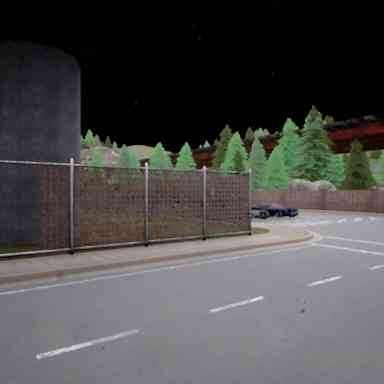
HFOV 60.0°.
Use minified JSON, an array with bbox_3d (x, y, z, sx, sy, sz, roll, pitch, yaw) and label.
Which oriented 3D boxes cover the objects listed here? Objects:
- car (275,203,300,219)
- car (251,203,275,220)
[{"bbox_3d":[7.107,1.639,29.548,1.895,1.301,4.718,0,0,-36],"label":"car"},{"bbox_3d":[4.348,1.595,27.391,1.994,1.385,4.181,0,0,-36],"label":"car"}]
